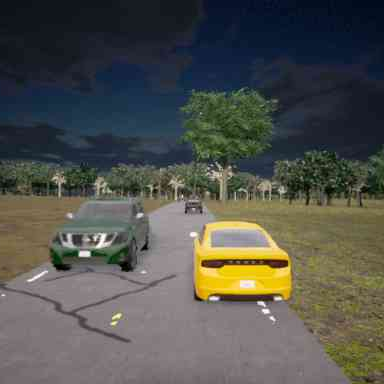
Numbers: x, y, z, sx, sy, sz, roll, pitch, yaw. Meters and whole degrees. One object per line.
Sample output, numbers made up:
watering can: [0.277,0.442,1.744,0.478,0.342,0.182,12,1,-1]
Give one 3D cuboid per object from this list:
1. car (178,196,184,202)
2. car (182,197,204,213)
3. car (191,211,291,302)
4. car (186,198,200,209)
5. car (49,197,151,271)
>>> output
car: [-2.511,1.767,82.115,2.033,1.411,5.357,0,-1,0]
car: [0.177,1.477,35.861,1.837,1.490,4.892,0,0,0]
car: [0.985,1.476,8.364,1.882,1.535,5.008,0,0,0]
car: [0.173,1.593,46.242,1.895,1.301,4.718,0,0,1]
car: [-2.719,1.217,11.204,2.150,2.045,5.566,0,0,0]
